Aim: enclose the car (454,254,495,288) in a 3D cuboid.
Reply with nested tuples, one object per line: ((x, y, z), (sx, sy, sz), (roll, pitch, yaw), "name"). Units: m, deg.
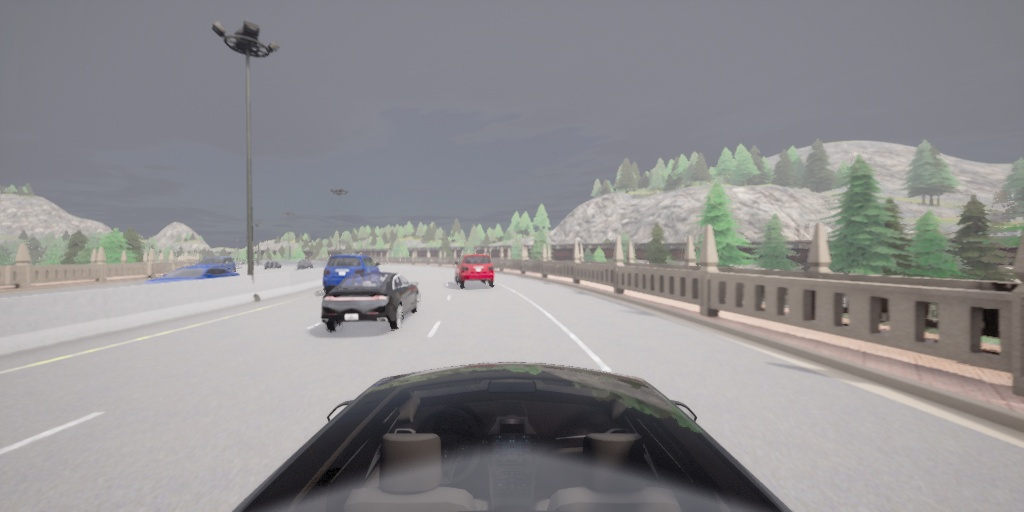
((-2.569, 0.917, 23.920), (2.150, 2.045, 5.566), (0, 0, -13), "car")

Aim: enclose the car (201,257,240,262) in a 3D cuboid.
((-27.758, 1.078, 33.611), (2.150, 2.045, 5.566), (0, 0, -24), "car")

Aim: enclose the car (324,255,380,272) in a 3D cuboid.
((-8.959, 0.966, 20.458), (2.150, 2.045, 5.566), (0, 0, -11), "car")

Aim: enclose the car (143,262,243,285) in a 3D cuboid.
((-15.847, 1.269, 18.005), (1.882, 1.535, 5.008), (0, 0, -11), "car")

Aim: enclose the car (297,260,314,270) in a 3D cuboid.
((-31.604, 1.347, 54.796), (1.837, 1.490, 4.892), (0, 0, -35), "car")

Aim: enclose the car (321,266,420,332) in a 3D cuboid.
((-4.047, 1.233, 10.947), (2.128, 1.511, 4.902), (0, 0, -5), "car")
